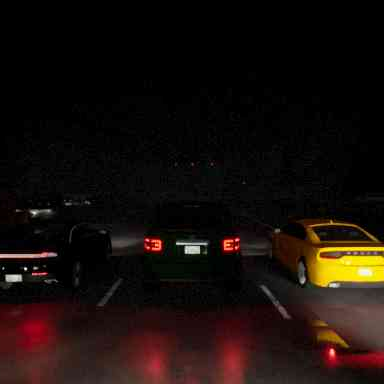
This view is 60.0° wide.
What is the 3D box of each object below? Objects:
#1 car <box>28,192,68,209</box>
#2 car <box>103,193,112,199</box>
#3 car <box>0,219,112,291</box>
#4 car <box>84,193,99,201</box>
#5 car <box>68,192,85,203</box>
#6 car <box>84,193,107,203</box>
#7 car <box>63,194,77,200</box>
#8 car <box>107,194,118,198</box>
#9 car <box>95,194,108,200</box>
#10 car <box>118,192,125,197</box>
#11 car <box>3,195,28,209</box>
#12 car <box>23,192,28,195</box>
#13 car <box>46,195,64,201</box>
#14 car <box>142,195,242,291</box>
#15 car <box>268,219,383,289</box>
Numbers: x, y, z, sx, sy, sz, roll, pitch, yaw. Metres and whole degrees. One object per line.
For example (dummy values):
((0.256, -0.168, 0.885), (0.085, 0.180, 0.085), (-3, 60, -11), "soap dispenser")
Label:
((-18.256, 1.071, 42.456), (2.150, 2.045, 5.566), (0, 0, -1), "car")
((-23.406, 1.124, 92.471), (1.994, 1.385, 4.181), (0, 0, -7), "car")
((-3.522, 1.483, 8.987), (2.128, 1.511, 4.902), (0, 0, 0), "car")
((-22.200, 1.029, 73.813), (2.097, 1.767, 4.553), (0, 0, -1), "car")
((-22.044, 0.955, 63.519), (2.150, 2.045, 5.566), (0, 0, -1), "car")
((-18.565, 1.273, 64.379), (2.033, 1.411, 5.357), (0, 0, 0), "car")
((-29.312, 1.164, 80.037), (1.812, 1.442, 4.674), (0, 0, -1), "car")
((-18.714, 1.210, 74.628), (2.033, 1.411, 5.357), (0, 0, -1), "car")
((-22.378, 1.181, 82.185), (1.994, 1.385, 4.181), (0, 0, -1), "car")
((-18.922, 1.173, 83.619), (1.994, 1.385, 4.181), (0, 0, -1), "car")
((-21.741, 1.416, 41.637), (1.994, 1.385, 4.181), (0, 0, -1), "car")
((-28.996, 0.971, 60.226), (2.150, 2.045, 5.566), (0, 0, 0), "car")
((-29.151, 1.284, 70.939), (1.895, 1.301, 4.718), (0, 0, -1), "car")
((-0.013, 1.212, 9.131), (2.150, 2.045, 5.566), (0, 0, 0), "car")
((3.475, 1.468, 9.186), (1.882, 1.535, 5.008), (0, 0, 0), "car")
